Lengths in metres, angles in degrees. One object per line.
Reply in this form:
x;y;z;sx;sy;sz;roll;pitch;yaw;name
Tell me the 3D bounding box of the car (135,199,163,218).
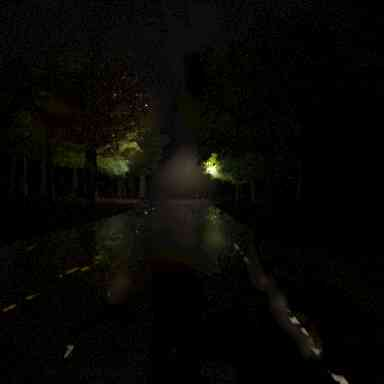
-3.491;1.312;27.744;1.812;1.442;4.674;0;0;1;car
